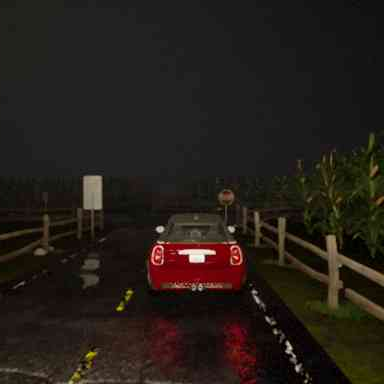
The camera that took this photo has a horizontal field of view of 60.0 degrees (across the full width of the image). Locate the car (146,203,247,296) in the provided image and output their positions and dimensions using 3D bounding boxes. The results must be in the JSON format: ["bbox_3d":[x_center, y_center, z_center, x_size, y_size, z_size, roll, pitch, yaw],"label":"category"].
[{"bbox_3d":[0.097,1.335,8.744,2.097,1.767,4.553,0,0,0],"label":"car"}]

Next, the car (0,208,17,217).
[{"bbox_3d":[-17.735,1.684,28.588,4.718,1.301,1.895,0,0,0],"label":"car"}]
